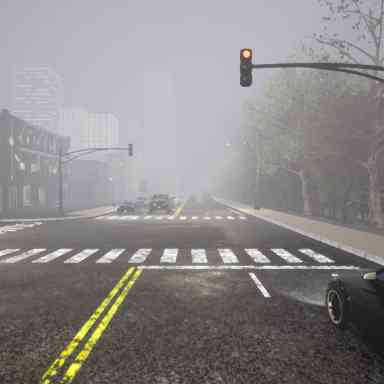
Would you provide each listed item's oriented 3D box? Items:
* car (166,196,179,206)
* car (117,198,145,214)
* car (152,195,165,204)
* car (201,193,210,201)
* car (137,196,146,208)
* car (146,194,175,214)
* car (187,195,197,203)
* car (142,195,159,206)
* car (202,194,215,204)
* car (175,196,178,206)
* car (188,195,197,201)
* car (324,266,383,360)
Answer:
[{"bbox_3d":[-3.311,1.458,56.524,1.882,1.535,5.008,0,0,0],"label":"car"},{"bbox_3d":[-6.592,1.590,35.338,1.895,1.301,4.718,0,0,1],"label":"car"},{"bbox_3d":[-6.519,1.454,64.591,1.882,1.535,5.008,0,0,1],"label":"car"},{"bbox_3d":[3.283,1.195,76.898,2.150,2.045,5.566,0,0,0],"label":"car"},{"bbox_3d":[-6.571,1.338,44.249,2.097,1.767,4.553,0,0,0],"label":"car"},{"bbox_3d":[-3.324,1.211,36.290,2.150,2.045,5.566,0,0,0],"label":"car"},{"bbox_3d":[0.026,1.467,66.482,2.128,1.511,4.902,0,0,0],"label":"car"},{"bbox_3d":[-6.566,1.334,53.230,2.097,1.767,4.553,0,0,0],"label":"car"},{"bbox_3d":[3.377,1.577,65.012,1.895,1.301,4.718,0,0,0],"label":"car"},{"bbox_3d":[-3.318,1.511,46.280,1.812,1.442,4.674,0,0,0],"label":"car"},{"bbox_3d":[0.031,1.342,76.901,2.033,1.411,5.357,0,0,0],"label":"car"},{"bbox_3d":[3.350,1.563,4.279,1.994,1.385,4.181,0,0,0],"label":"car"}]
